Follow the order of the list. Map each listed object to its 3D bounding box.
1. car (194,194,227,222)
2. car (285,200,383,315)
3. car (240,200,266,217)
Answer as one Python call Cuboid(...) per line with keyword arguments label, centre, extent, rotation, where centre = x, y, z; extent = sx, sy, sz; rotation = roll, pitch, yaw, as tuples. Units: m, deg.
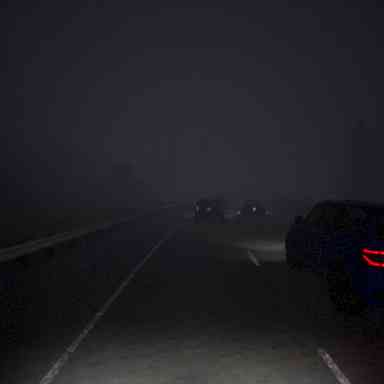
Cuboid(label="car", centre=(1.341, 1.186, 24.507), extent=(2.097, 1.767, 4.553), rotation=(0, 1, 5))
Cuboid(label="car", centre=(3.775, 1.172, 7.559), extent=(2.150, 2.045, 5.566), rotation=(0, 0, 2))
Cuboid(label="car", centre=(5.342, 1.367, 29.352), extent=(1.994, 1.385, 4.181), rotation=(0, 0, 6))
